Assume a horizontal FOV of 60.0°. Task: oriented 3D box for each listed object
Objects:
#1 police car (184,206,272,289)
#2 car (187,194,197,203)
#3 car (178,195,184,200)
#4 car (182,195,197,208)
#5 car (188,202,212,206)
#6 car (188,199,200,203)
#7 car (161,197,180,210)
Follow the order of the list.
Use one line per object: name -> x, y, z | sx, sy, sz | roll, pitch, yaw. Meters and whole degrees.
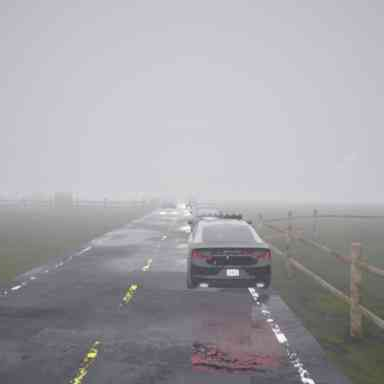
police car -> 0.826, 1.424, 9.319 | 1.930, 1.638, 5.238 | 0, 0, 0
car -> 0.018, 1.336, 66.929 | 2.097, 1.767, 4.553 | 0, 0, 0
car -> -2.726, 1.534, 89.344 | 1.994, 1.385, 4.181 | 0, 0, 0
car -> 0.039, 1.540, 45.761 | 2.033, 1.411, 5.357 | 0, 0, 1
car -> 0.829, 1.523, 19.209 | 1.812, 1.442, 4.674 | 0, 0, 0
car -> 0.830, 1.523, 25.209 | 1.812, 1.442, 4.674 | 0, 0, 0
car -> -2.840, 1.595, 41.705 | 1.895, 1.301, 4.718 | 0, 0, 0
